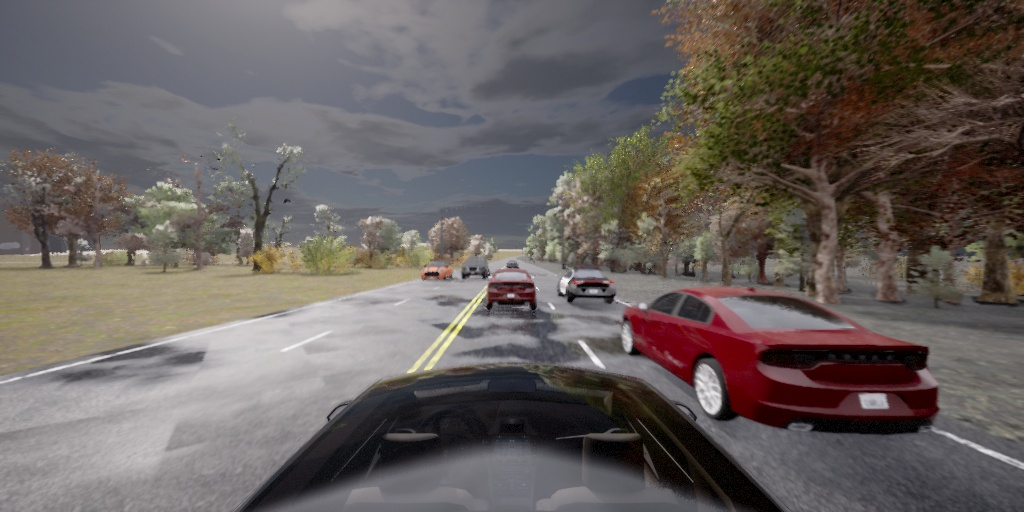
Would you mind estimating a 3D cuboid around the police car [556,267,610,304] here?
[{"bbox_3d":[3.251,1.284,16.708,2.038,1.542,4.974,0,-1,0],"label":"police car"}]

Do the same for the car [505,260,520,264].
[{"bbox_3d":[0.069,1.465,53.416,1.837,1.490,4.892,0,0,0],"label":"car"}]

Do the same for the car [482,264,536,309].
[{"bbox_3d":[-0.026,1.281,15.398,1.882,1.535,5.008,0,0,0],"label":"car"}]

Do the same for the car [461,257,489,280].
[{"bbox_3d":[-3.309,1.104,33.178,2.150,2.045,5.566,0,-1,0],"label":"car"}]

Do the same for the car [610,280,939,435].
[{"bbox_3d":[3.260,1.213,5.710,1.882,1.535,5.008,1,-1,0],"label":"car"}]

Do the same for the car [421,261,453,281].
[{"bbox_3d":[-6.578,1.219,31.709,2.097,1.767,4.553,0,0,0],"label":"car"}]
